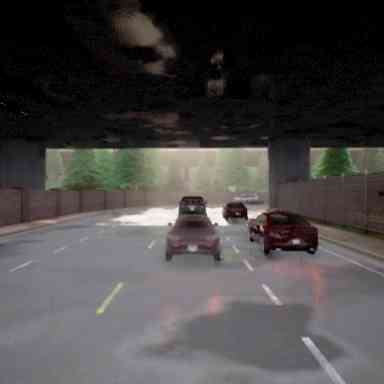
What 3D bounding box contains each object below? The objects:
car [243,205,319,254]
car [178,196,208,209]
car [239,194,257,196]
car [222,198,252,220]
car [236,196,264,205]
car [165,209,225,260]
[{"bbox_3d":[3.557,1.520,13.745,1.882,1.535,5.008,0,0,1],"label":"car"},{"bbox_3d":[0.095,1.306,26.496,2.150,2.045,5.566,0,0,2],"label":"car"},{"bbox_3d":[9.799,1.416,62.753,5.566,2.045,2.150,0,-1,-20],"label":"car"},{"bbox_3d":[3.673,1.567,28.759,1.882,1.535,5.008,0,0,2],"label":"car"},{"bbox_3d":[10.255,1.784,59.050,4.718,1.301,1.895,0,0,-23],"label":"car"},{"bbox_3d":[0.046,1.566,12.450,1.812,1.442,4.674,0,0,1],"label":"car"}]
